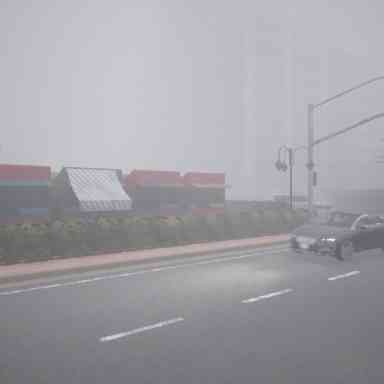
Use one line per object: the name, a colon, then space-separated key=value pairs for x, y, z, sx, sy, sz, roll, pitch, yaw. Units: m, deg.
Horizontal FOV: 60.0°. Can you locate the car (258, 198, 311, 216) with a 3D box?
car: x=9.166 y=1.436 z=33.306 sx=2.128 sy=1.511 sz=4.902 roll=0 pitch=0 yaw=-36

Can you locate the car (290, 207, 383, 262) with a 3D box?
car: x=5.658 y=1.491 z=12.187 sx=4.902 sy=1.511 sz=2.128 roll=0 pitch=0 yaw=-35

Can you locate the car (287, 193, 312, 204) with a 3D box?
car: x=19.024 y=1.114 z=59.110 sx=1.905 sy=1.878 sz=3.866 roll=0 pitch=0 yaw=-36

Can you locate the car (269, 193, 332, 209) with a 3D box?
car: x=8.901 y=1.166 z=27.689 sx=2.150 sy=2.045 sz=5.566 roll=0 pitch=0 yaw=-36

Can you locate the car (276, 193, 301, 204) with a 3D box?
car: x=16.632 y=1.114 z=57.399 sx=1.905 sy=1.878 sz=3.866 roll=0 pitch=0 yaw=-36
